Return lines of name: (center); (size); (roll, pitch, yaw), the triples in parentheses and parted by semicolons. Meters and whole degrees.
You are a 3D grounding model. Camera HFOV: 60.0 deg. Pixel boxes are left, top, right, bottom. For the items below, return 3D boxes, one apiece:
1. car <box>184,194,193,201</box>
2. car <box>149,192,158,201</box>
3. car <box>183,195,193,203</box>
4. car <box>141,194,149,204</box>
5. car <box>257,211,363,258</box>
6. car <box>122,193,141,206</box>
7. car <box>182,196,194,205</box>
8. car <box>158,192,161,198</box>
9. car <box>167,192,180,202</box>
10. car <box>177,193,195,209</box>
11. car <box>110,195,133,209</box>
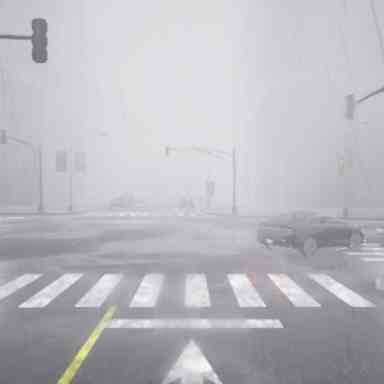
car: (-0.775, 1.206, 74.788); (1.752, 1.417, 4.829); (0, 0, 0)
car: (-9.299, 1.264, 74.578); (1.802, 1.307, 4.206); (0, 0, 0)
car: (-0.710, 1.256, 63.769); (1.887, 1.381, 4.507); (0, 0, 0)
car: (-9.202, 1.254, 58.130); (1.752, 1.417, 4.829); (0, 0, 0)
car: (4.688, 1.514, 12.885); (4.902, 1.511, 2.128); (1, -1, -35)
car: (-9.141, 1.077, 47.447); (2.192, 1.841, 5.009); (0, 0, 0)
car: (-0.646, 1.327, 52.919); (1.802, 1.307, 4.206); (0, 0, 0)
car: (-9.331, 0.982, 80.003); (2.192, 1.841, 5.009); (0, 0, 0)
car: (-3.499, 1.296, 68.678); (1.895, 1.301, 4.718); (0, 0, 0)
car: (-0.584, 1.219, 42.069); (1.967, 1.590, 4.097); (0, 0, 0)
car: (-9.108, 1.346, 42.022); (1.947, 1.339, 4.313); (0, 0, 0)
